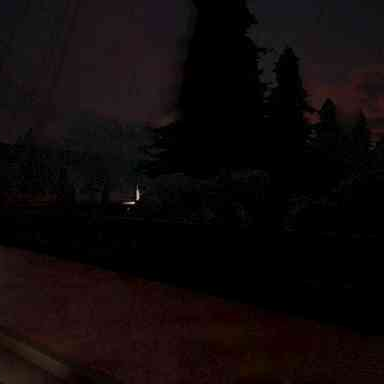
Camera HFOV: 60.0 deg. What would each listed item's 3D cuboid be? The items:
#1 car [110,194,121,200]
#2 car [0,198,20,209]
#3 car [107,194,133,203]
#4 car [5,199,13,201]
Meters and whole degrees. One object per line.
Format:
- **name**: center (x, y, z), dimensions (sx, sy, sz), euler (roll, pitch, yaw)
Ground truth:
- **car**: center (-11.615, 1.202, 58.744), dimensions (2.128, 1.511, 4.902), euler (0, 3, 36)
- **car**: center (-25.853, 1.564, 44.879), dimensions (1.994, 1.385, 4.181), euler (0, 0, 36)
- **car**: center (-13.399, 1.143, 62.252), dimensions (1.812, 1.442, 4.674), euler (0, 3, 36)
- **car**: center (-24.350, 1.477, 40.976), dimensions (1.882, 1.535, 5.008), euler (0, 0, 36)
